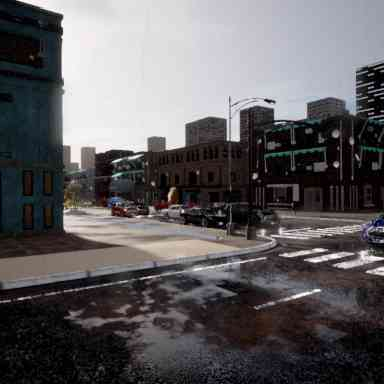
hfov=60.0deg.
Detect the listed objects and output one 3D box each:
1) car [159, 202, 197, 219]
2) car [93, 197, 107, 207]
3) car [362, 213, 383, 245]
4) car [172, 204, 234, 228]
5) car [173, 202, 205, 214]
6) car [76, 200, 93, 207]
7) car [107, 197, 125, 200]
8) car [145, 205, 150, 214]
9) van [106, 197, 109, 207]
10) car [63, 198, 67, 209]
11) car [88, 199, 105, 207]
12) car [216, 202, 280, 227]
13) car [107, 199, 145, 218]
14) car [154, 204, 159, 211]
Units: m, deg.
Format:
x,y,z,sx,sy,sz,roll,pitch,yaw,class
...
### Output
x,y,z,sx,sy,sz,roll,pitch,yaw,class
-0.906,1.898,31.549,1.895,1.301,4.718,-1,0,-35,car
-16.398,1.940,63.376,2.192,1.841,5.009,-1,0,-35,car
9.304,1.348,14.285,4.553,1.767,2.097,0,0,-35,car
0.713,1.814,24.563,1.947,1.339,4.313,-1,0,-35,car
-0.381,1.903,40.802,1.802,1.307,4.206,-2,0,-35,car
-21.604,2.307,66.261,1.895,1.301,4.718,-1,0,-35,car
-10.745,1.997,50.951,2.128,1.511,4.902,-1,0,-35,car
-6.814,1.918,39.890,1.837,1.490,4.892,-1,0,-35,car
-13.195,1.907,58.861,1.690,1.788,3.998,-1,0,-35,van
-23.129,2.233,58.388,1.752,1.417,4.829,-1,0,-35,car
-19.594,2.228,67.891,1.887,1.381,4.507,-1,0,-35,car
4.189,1.547,24.246,2.097,1.767,4.553,-1,0,-34,car
-7.219,1.846,35.952,1.967,1.590,4.097,-1,0,-35,car
-3.583,1.966,45.316,1.802,1.307,4.206,-2,0,-35,car
